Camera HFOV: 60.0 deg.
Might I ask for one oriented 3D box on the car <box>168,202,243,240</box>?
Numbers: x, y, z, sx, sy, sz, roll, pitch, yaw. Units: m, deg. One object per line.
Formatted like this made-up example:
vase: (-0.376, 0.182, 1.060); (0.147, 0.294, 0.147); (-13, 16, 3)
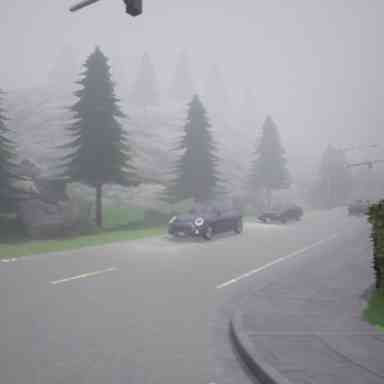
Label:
car: (0.791, 1.361, 17.256); (2.097, 1.767, 4.553); (0, 0, 36)

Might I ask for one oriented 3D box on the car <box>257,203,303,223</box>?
car: (6.966, 1.556, 25.765); (2.033, 1.411, 5.357); (0, 0, 36)

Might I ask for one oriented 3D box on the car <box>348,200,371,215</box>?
car: (17.216, 1.545, 33.631); (2.033, 1.411, 5.357); (0, 0, 36)
